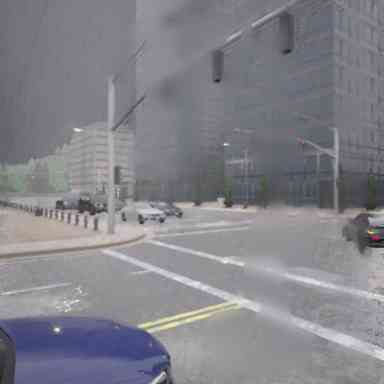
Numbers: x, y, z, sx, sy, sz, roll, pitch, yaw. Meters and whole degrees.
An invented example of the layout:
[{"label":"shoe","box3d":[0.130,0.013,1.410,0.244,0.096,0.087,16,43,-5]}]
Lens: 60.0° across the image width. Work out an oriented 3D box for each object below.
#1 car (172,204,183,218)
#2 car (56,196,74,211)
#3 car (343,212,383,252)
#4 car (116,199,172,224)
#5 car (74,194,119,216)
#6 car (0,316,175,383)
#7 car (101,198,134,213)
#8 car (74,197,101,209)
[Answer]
[{"label":"car","box3d":[-2.606,1.490,28.908,1.812,1.442,4.674,0,0,-36]},{"label":"car","box3d":[-15.017,1.310,40.387,2.097,1.767,4.553,0,0,-35]},{"label":"car","box3d":[7.384,1.517,13.338,1.812,1.442,4.674,1,0,17]},{"label":"car","box3d":[-3.647,1.485,24.345,1.812,1.442,4.674,0,0,-35]},{"label":"car","box3d":[-9.276,1.180,32.216,2.150,2.045,5.566,0,0,-36]},{"label":"car","box3d":[-2.281,1.525,2.123,4.674,1.442,1.812,0,0,-36]},{"label":"car","box3d":[-8.407,1.469,37.059,1.837,1.490,4.892,0,0,-35]},{"label":"car","box3d":[-14.382,1.455,45.589,2.128,1.511,4.902,0,0,-35]}]
